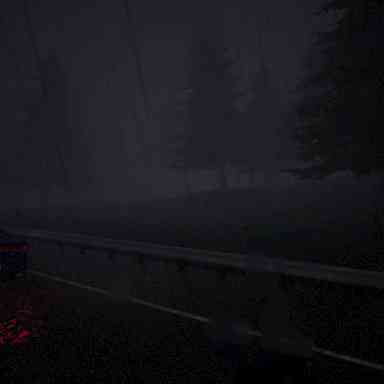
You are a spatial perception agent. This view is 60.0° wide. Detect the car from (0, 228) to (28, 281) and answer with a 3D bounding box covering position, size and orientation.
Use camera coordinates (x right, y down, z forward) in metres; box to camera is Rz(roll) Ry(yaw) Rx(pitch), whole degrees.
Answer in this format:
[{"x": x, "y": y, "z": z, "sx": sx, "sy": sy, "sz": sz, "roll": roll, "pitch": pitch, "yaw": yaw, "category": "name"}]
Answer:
[{"x": -6.268, "y": 1.508, "z": 8.800, "sx": 5.008, "sy": 1.535, "sz": 1.882, "roll": 0, "pitch": 0, "yaw": 38, "category": "car"}]
